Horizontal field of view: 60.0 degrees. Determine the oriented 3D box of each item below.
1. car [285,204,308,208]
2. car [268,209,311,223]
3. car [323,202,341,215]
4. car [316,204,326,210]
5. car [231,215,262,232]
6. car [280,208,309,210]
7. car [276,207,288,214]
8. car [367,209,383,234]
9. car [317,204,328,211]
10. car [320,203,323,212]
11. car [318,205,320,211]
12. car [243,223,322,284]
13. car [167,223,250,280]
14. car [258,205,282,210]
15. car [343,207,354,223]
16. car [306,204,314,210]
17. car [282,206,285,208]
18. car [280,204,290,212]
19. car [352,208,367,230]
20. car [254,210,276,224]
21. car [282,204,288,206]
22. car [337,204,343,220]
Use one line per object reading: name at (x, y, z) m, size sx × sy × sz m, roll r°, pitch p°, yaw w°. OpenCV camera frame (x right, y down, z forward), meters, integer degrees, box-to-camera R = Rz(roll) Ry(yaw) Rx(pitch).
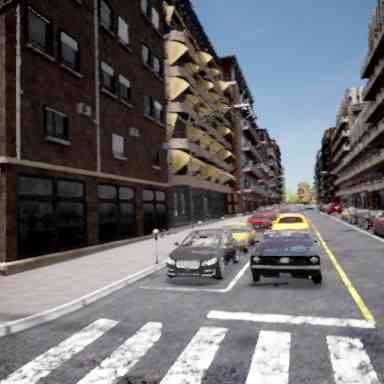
car at (13.690, 2.762, 43.795) m, size 2.128 × 1.511 × 4.902 m, roll -3°, pitch -3°, yaw 18°
car at (5.801, 2.028, 19.370) m, size 1.882 × 1.535 × 5.008 m, roll -3°, pitch -2°, yaw 18°
car at (22.033, 2.565, 51.200) m, size 2.192 × 1.841 × 5.009 m, roll -2°, pitch -2°, yaw 18°
car at (32.193, 3.766, 83.003) m, size 1.947 × 1.339 × 4.313 m, roll -2°, pitch -2°, yaw 18°
car at (2.175, 2.099, 16.479) m, size 1.752 × 1.417 × 4.829 m, roll -2°, pitch -2°, yaw 18°
car at (9.014, 2.409, 29.389) m, size 1.994 × 1.385 × 4.181 m, roll -3°, pitch -3°, yaw 18°
car at (17.458, 3.559, 64.360) m, size 1.947 × 1.339 × 4.313 m, roll -2°, pitch -2°, yaw 18°
car at (11.883, 1.747, 19.382) m, size 1.967 × 1.590 × 4.097 m, roll -2°, pitch -2°, yaw 18°
car at (30.500, 3.592, 77.701) m, size 2.008 × 1.369 × 4.403 m, roll -2°, pitch -2°, yaw 18°
car at (25.424, 3.116, 61.795) m, size 2.008 × 1.369 × 4.403 m, roll -2°, pitch -2°, yaw 18°
car at (27.116, 3.269, 67.097) m, size 1.887 × 1.381 × 4.507 m, roll -2°, pitch -2°, yaw 18°
car at (3.036, 1.895, 10.661) m, size 1.895 × 1.301 × 4.718 m, roll -3°, pitch -3°, yaw 17°
car at (0.535, 1.973, 11.338) m, size 2.008 × 1.369 × 4.403 m, roll -2°, pitch -2°, yaw 18°
car at (7.297, 2.363, 32.556) m, size 2.192 × 1.841 × 5.009 m, roll -2°, pitch -2°, yaw 18°
car at (15.271, 2.171, 29.982) m, size 2.008 × 1.369 × 4.403 m, roll -2°, pitch -2°, yaw 18°
car at (29.245, 3.887, 82.631) m, size 1.895 × 1.301 × 4.718 m, roll -3°, pitch -3°, yaw 18°
car at (10.635, 2.882, 42.990) m, size 1.752 × 1.417 × 4.829 m, roll -2°, pitch -2°, yaw 18°
car at (22.527, 3.784, 80.275) m, size 2.192 × 1.841 × 5.009 m, roll -2°, pitch -2°, yaw 18°
car at (13.578, 2.014, 24.680) m, size 2.008 × 1.369 × 4.403 m, roll -2°, pitch -2°, yaw 18°
car at (5.611, 2.436, 27.245) m, size 1.887 × 1.381 × 4.507 m, roll -2°, pitch -2°, yaw 18°
car at (12.374, 2.835, 48.462) m, size 2.192 × 1.841 × 5.009 m, roll -2°, pitch -2°, yaw 18°
car at (17.014, 2.307, 35.447) m, size 1.752 × 1.417 × 4.829 m, roll -2°, pitch -2°, yaw 18°
